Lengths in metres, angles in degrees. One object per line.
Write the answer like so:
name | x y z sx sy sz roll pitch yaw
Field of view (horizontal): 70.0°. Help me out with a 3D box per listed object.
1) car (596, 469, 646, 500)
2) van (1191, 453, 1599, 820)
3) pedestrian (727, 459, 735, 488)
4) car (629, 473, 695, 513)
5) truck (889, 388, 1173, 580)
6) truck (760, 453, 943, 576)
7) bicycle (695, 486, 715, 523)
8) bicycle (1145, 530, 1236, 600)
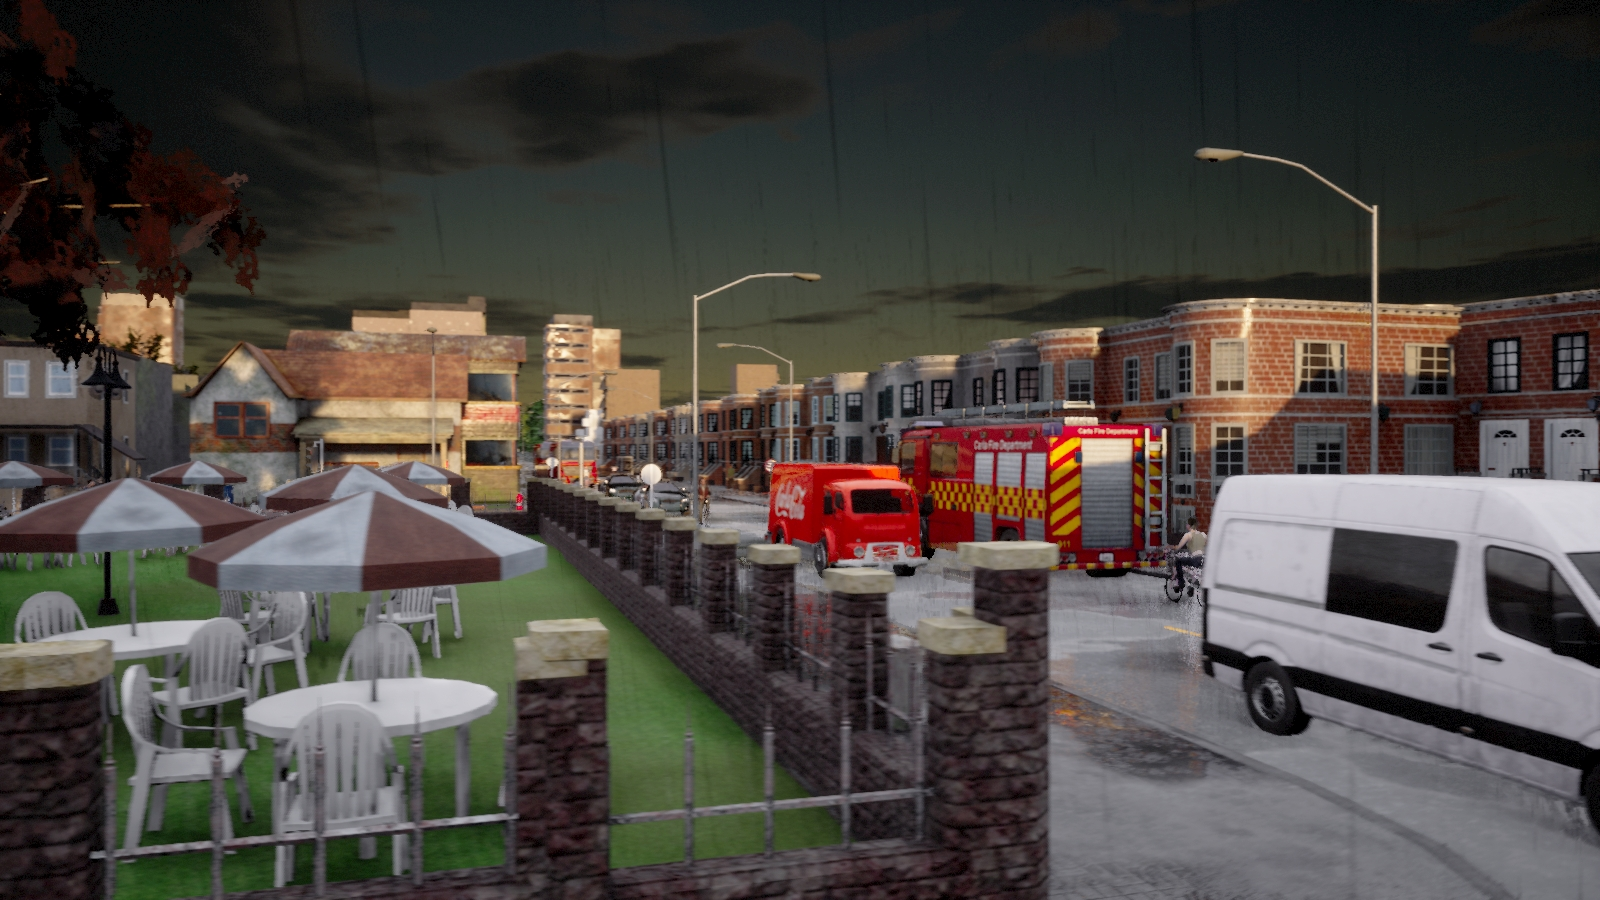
car | -9.776 1.842 62.081 2.038 1.542 4.974 0 0 -17
van | 6.071 1.317 9.927 1.988 2.561 5.915 0 0 -17
pedestrian | -4.537 1.554 74.945 0.375 1.860 0.375 0 0 -30
car | -6.117 1.837 50.030 2.038 1.542 4.974 0 0 -17
truck | 5.053 0.679 27.207 2.891 3.827 8.468 0 0 -17
truck | 1.027 1.344 26.510 2.627 2.467 5.204 0 1 -17
bicycle | -3.438 1.956 41.239 0.329 1.271 1.835 0 0 -17
bicycle | 6.998 2.042 20.533 0.859 1.080 1.487 0 0 -16
